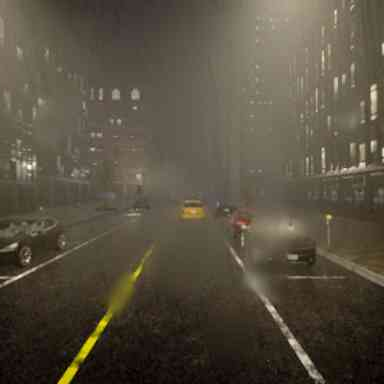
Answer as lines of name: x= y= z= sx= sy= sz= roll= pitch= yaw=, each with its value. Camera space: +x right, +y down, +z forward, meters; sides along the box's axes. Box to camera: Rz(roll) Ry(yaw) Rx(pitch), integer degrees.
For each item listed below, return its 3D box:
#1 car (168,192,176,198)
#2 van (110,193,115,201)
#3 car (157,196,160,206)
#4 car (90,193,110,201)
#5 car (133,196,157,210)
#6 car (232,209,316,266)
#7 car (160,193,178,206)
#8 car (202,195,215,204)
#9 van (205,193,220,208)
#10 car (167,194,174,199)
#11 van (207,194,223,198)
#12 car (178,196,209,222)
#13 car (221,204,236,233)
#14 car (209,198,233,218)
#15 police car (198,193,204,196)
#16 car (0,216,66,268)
car: x=-5.662 y=0.918 z=93.815 sx=1.967 sy=1.590 sz=4.097 roll=1 pitch=0 yaw=0
van: x=-19.722 y=1.112 z=77.035 sx=3.998 sy=1.788 sz=1.690 roll=0 pitch=0 yaw=1
car: x=-5.672 y=1.308 z=50.149 sx=1.947 sy=1.339 sz=4.313 roll=1 pitch=0 yaw=0
car: x=-19.831 y=1.255 z=68.654 sx=4.403 sy=1.369 sz=2.008 roll=0 pitch=0 yaw=1
car: x=-5.672 y=1.245 z=38.999 sx=1.967 sy=1.590 sz=4.097 roll=1 pitch=0 yaw=0
car: x=2.702 y=1.498 z=11.103 sx=2.008 sy=1.369 sz=4.403 roll=1 pitch=0 yaw=0
car: x=-3.033 y=1.238 z=49.402 sx=2.128 sy=1.511 sz=4.902 roll=0 pitch=0 yaw=0
car: x=2.710 y=1.255 z=55.718 sx=1.887 sy=1.381 sz=4.507 roll=1 pitch=0 yaw=0
van: x=2.711 y=1.116 z=44.563 sx=1.690 sy=1.788 sz=3.998 roll=1 pitch=0 yaw=0
car: x=-5.665 y=1.097 z=88.163 sx=1.802 sy=1.307 sz=4.206 roll=1 pitch=0 yaw=0
van: x=2.710 y=1.146 z=38.987 sx=1.690 sy=1.788 sz=3.998 roll=1 pitch=0 yaw=0
car: x=0.104 y=1.334 z=25.306 sx=1.801 sy=1.575 sz=5.366 roll=0 pitch=0 yaw=0
car: x=2.703 y=1.502 z=16.681 sx=1.802 sy=1.307 sz=4.206 roll=1 pitch=0 yaw=0
car: x=2.705 y=1.430 z=27.833 sx=1.947 sy=1.339 sz=4.313 roll=1 pitch=0 yaw=0
police car: x=0.107 y=1.292 z=41.568 sx=2.038 sy=1.542 sz=4.974 roll=0 pitch=0 yaw=0
car: x=-5.678 y=1.513 z=11.127 sx=1.947 sy=1.339 sz=4.313 roll=1 pitch=0 yaw=0
